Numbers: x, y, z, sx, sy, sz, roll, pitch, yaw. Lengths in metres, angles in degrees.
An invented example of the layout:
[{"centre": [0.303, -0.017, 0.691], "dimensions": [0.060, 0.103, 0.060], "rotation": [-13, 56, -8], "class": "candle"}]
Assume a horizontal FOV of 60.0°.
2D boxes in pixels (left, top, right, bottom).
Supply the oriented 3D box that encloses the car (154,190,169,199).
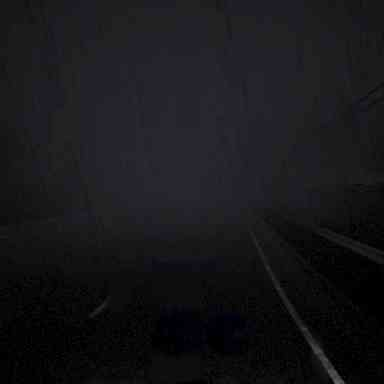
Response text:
[{"centre": [-6.651, 0.770, 69.181], "dimensions": [1.895, 1.301, 4.718], "rotation": [0, 1, 4], "class": "car"}]
